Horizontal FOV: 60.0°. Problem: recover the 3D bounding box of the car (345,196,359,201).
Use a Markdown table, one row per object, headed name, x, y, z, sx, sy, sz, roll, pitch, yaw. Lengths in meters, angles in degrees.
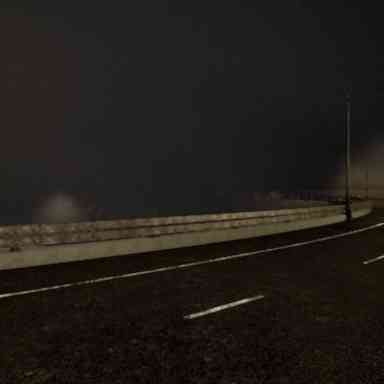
| name | x | y | z | sx | sy | sz | roll | pitch | yaw |
| --- | --- | --- | --- | --- | --- | --- | --- | --- | --- |
| car | 40.174 | 1.725 | 83.547 | 1.837 | 1.490 | 4.892 | 0 | 0 | 4 |
